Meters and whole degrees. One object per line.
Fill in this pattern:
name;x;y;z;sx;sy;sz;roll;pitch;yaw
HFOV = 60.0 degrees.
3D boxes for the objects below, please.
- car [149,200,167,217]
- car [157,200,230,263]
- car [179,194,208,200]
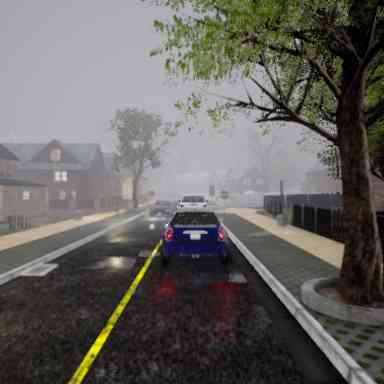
car;-2.757;1.467;31.010;2.033;1.411;5.357;0;0;0
car;0.101;1.325;11.926;2.097;1.767;4.553;0;0;0
car;0.100;1.157;25.611;2.150;2.045;5.566;0;0;0
